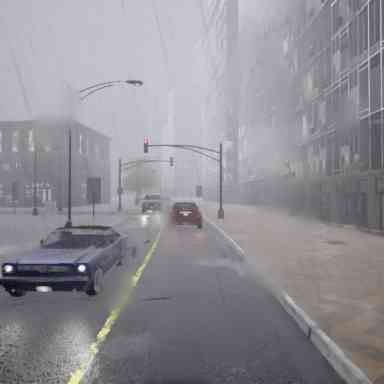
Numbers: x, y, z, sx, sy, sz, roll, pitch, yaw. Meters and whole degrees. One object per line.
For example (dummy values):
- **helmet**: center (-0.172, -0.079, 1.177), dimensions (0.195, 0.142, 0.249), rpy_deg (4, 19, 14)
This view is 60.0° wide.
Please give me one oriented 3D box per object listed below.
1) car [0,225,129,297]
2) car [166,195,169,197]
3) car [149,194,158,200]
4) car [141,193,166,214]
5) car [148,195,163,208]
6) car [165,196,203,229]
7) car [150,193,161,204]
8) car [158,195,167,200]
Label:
- **car**: center (-2.958, 1.603, 8.751), dimensions (1.895, 1.301, 4.718), rpy_deg (0, 0, -1)
- **car**: center (-6.057, 1.455, 77.352), dimensions (1.882, 1.535, 5.008), rpy_deg (0, 0, -9)
- **car**: center (-9.498, 1.185, 81.433), dimensions (1.895, 1.301, 4.718), rpy_deg (0, 0, -9)
- **car**: center (-4.199, 1.217, 35.841), dimensions (2.150, 2.045, 5.566), rpy_deg (0, 0, -4)
- **car**: center (-5.443, 1.344, 50.119), dimensions (2.097, 1.767, 4.553), rpy_deg (0, 0, -6)
- **car**: center (-0.531, 1.356, 21.908), dimensions (2.097, 1.767, 4.553), rpy_deg (0, 0, -4)
- **car**: center (-7.251, 1.207, 66.193), dimensions (2.150, 2.045, 5.566), rpy_deg (0, 0, -7)
- **car**: center (-7.781, 1.405, 87.652), dimensions (1.895, 1.301, 4.718), rpy_deg (0, 0, -11)
